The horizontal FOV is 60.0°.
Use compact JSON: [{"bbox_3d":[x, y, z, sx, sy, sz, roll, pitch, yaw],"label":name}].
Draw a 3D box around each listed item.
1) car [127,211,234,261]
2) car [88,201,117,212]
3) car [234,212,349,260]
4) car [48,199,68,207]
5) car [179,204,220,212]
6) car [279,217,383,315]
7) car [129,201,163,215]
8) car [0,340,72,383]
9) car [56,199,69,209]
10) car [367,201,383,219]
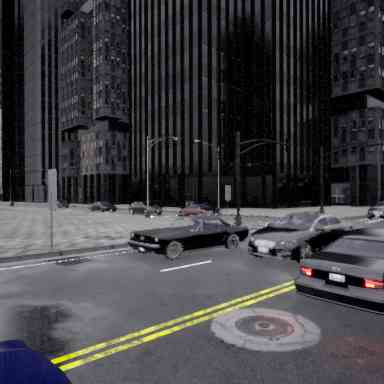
[{"bbox_3d":[-0.014,1.600,12.536,4.718,1.301,1.895,0,0,-42],"label":"car"},{"bbox_3d":[-11.929,1.930,44.086,2.033,1.411,5.357,0,0,-42],"label":"car"},{"bbox_3d":[3.986,1.491,11.753,4.902,1.511,2.128,0,0,-42],"label":"car"},{"bbox_3d":[-26.096,2.124,64.723,1.882,1.535,5.008,0,-1,-42],"label":"car"},{"bbox_3d":[0.704,1.750,29.936,1.994,1.385,4.181,0,0,-43],"label":"car"},{"bbox_3d":[4.406,1.547,7.498,5.357,1.411,2.033,0,0,-42],"label":"car"},{"bbox_3d":[-5.140,1.782,36.481,1.837,1.490,4.892,0,0,-42],"label":"car"},{"bbox_3d":[-2.685,1.601,1.148,4.718,1.301,1.895,0,0,-42],"label":"car"},{"bbox_3d":[-22.365,2.089,55.899,1.837,1.490,4.892,0,-1,-42],"label":"car"},{"bbox_3d":[15.786,1.498,26.683,4.902,1.511,2.128,0,0,-42],"label":"car"}]
